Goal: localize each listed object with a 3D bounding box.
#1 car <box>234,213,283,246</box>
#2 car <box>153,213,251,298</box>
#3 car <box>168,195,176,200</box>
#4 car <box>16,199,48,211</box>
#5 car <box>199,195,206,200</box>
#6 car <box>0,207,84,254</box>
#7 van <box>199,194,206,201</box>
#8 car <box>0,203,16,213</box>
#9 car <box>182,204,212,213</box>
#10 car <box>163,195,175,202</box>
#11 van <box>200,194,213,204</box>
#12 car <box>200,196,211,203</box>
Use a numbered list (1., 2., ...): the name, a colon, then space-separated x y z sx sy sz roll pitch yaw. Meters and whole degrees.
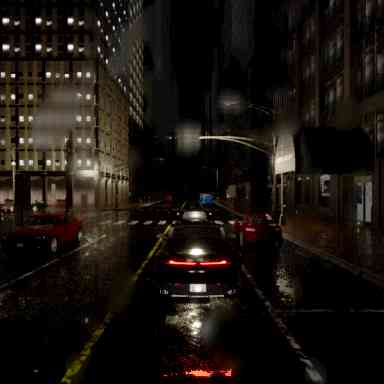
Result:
1. car: 2.835 1.580 14.831 1.802 1.307 4.206 0 0 0
2. car: 0.111 1.504 8.478 1.837 1.490 4.892 0 0 0
3. car: -5.562 1.534 92.617 1.947 1.339 4.313 0 0 0
4. car: -18.469 1.499 37.206 4.403 1.369 2.008 0 0 1
5. car: 2.818 1.550 92.604 1.802 1.307 4.206 0 0 0
6. car: -5.806 1.543 13.466 1.887 1.381 4.507 0 0 0
7. van: 2.809 1.313 86.907 1.690 1.788 3.998 0 0 0
8. car: -18.568 1.308 28.824 5.009 1.841 2.192 0 0 1
9. car: 0.125 1.562 17.354 1.994 1.385 4.181 0 0 0
10. car: -5.587 1.524 75.526 1.887 1.381 4.507 0 0 0
11. van: 2.768 1.329 58.424 1.690 1.788 3.998 0 0 0
12. car: 2.785 1.534 69.817 2.008 1.369 4.403 0 0 0
